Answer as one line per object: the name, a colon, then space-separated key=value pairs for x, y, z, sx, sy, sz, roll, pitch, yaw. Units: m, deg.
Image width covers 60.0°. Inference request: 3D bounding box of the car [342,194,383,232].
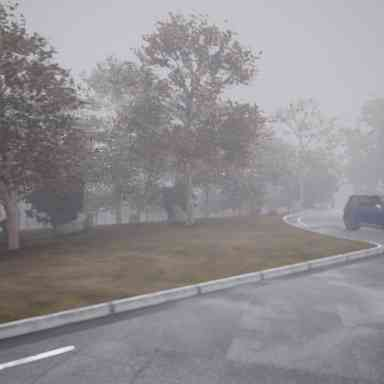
car: x=9.877 y=1.143 z=16.787 sx=2.150 sy=2.045 sz=5.566 roll=0 pitch=0 yaw=-6
